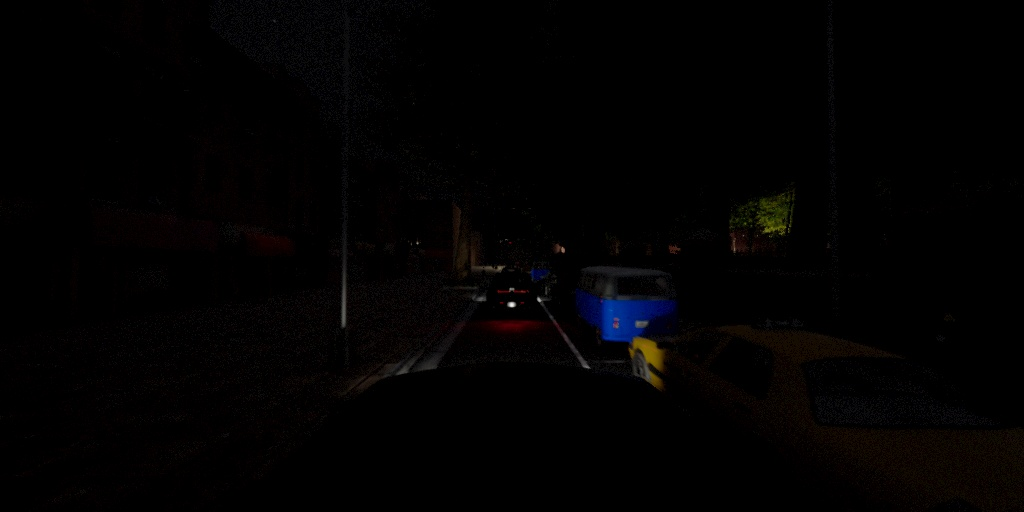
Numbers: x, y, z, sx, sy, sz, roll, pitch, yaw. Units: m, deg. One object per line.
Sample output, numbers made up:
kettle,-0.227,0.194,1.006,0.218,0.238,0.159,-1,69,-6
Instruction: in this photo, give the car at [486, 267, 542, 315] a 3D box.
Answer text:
car,0.008,1.374,14.259,1.837,1.490,4.892,0,0,0

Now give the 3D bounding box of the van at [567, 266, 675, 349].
van,2.622,1.159,9.087,1.690,1.789,3.998,0,0,0

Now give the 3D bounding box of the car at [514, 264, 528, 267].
car,-0.064,1.545,27.158,2.033,1.411,5.357,0,-1,0

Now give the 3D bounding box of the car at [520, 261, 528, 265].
car,2.556,1.758,55.061,1.801,1.575,5.366,0,-1,0

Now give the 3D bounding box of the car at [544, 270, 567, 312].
car,2.601,1.436,14.536,1.948,1.339,4.313,0,0,0

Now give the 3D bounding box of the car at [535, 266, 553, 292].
car,2.580,1.475,19.985,2.007,1.370,4.403,0,0,0

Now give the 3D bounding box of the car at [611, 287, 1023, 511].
car,2.642,1.293,3.808,1.751,1.417,4.829,0,0,0

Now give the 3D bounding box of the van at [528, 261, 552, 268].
van,2.538,1.377,30.883,1.690,1.789,3.998,0,0,0
